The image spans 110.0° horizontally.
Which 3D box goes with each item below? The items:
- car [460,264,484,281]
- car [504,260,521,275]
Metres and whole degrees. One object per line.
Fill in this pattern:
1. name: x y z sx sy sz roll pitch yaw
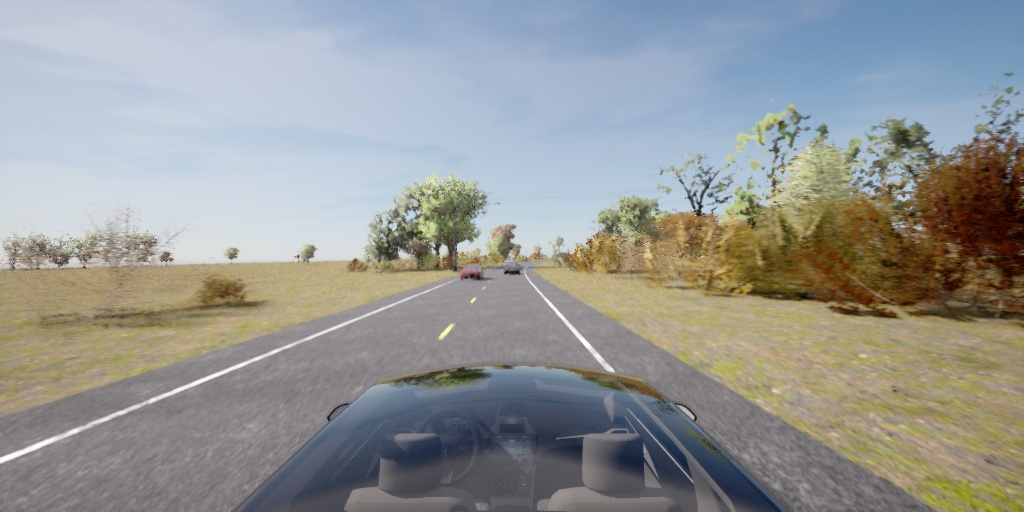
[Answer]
1. car: -3.792 1.530 34.322 1.882 1.535 5.008 -1 0 0
2. car: 0.043 1.620 45.901 1.994 1.385 4.181 -1 0 1
